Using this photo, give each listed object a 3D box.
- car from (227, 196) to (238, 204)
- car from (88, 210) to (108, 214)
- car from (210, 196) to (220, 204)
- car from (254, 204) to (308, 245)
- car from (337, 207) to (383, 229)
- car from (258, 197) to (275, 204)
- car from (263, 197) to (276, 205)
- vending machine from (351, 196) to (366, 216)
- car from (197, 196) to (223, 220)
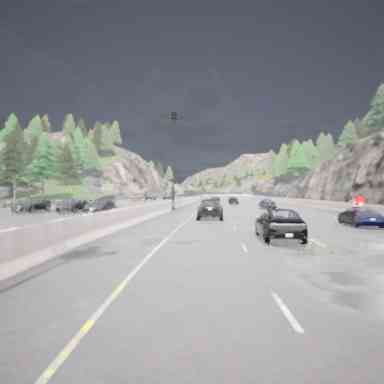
[{"bbox_3d":[7.976,1.626,65.304,1.837,1.490,4.892,1,0,4],"label":"car"},{"bbox_3d":[-8.793,1.382,32.298,2.128,1.511,4.902,1,0,5],"label":"car"},{"bbox_3d":[4.487,1.580,65.588,1.837,1.490,4.892,1,0,4],"label":"car"},{"bbox_3d":[4.130,1.550,15.903,2.128,1.511,4.902,1,0,4],"label":"car"},{"bbox_3d":[11.717,1.725,23.250,1.994,1.385,4.181,1,0,5],"label":"car"},{"bbox_3d":[10.127,1.692,45.146,2.033,1.411,5.357,1,0,4],"label":"car"},{"bbox_3d":[14.921,1.739,64.296,1.812,1.442,4.674,1,0,4],"label":"car"},{"bbox_3d":[17.586,1.436,35.144,1.100,2.100,0.880,1,0,4],"label":"vending machine"},{"bbox_3d":[1.589,1.380,28.354,2.097,1.767,4.553,1,0,5],"label":"car"}]
